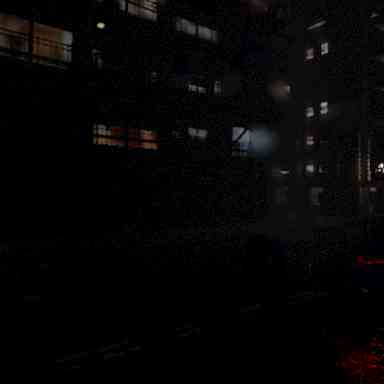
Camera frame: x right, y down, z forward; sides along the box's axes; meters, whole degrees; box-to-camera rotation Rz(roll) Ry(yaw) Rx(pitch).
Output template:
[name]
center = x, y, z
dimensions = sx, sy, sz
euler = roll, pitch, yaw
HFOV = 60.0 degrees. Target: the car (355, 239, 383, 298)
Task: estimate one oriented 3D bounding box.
[car]
center = 5.746, 1.575, 7.654
dimensions = 5.008, 1.535, 1.882
euler = 1, 0, -36
